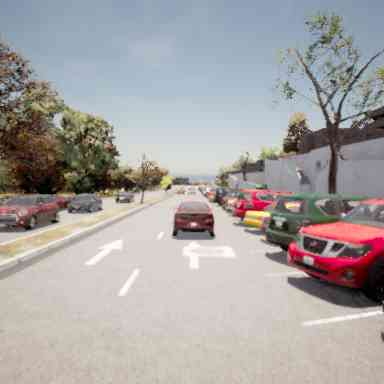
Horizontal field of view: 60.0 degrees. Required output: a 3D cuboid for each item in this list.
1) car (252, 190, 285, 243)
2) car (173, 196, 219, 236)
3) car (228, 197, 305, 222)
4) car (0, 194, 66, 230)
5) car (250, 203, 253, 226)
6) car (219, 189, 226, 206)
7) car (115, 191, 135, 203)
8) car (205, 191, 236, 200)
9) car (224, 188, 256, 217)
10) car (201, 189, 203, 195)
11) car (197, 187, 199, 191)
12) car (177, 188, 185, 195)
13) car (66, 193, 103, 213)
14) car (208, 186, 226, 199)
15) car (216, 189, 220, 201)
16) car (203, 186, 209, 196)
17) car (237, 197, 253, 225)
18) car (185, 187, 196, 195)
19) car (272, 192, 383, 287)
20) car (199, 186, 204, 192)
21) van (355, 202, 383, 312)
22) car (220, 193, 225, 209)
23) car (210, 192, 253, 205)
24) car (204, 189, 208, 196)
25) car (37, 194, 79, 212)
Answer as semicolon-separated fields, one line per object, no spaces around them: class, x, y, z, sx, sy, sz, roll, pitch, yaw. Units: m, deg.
car;5.172;1.123;11.108;5.566;2.045;2.435;1;1;-20
car;0.075;1.190;16.626;1.882;1.535;5.008;1;1;0
car;5.169;1.175;23.128;4.792;1.488;2.163;1;1;-20
car;-8.746;0.926;17.559;2.097;1.767;4.553;1;1;0
car;5.141;1.356;14.109;4.674;1.452;2.002;1;1;-20
car;5.170;0.911;29.119;4.553;1.767;2.185;1;1;-20
car;-8.700;0.631;43.571;2.128;1.511;4.902;1;1;0
car;5.079;0.625;59.119;5.008;1.535;2.097;1;0;-20
car;5.180;0.951;20.120;5.566;2.045;2.435;1;1;-20
car;5.091;0.492;71.144;4.792;1.488;2.163;1;1;-20
car;5.028;-0.024;83.116;5.566;2.045;2.435;1;2;-20
car;-3.035;-0.106;91.464;1.882;1.535;5.008;1;2;0
car;-8.754;0.890;27.620;1.837;1.490;4.892;1;1;0
car;5.151;0.637;38.128;5.566;2.045;2.435;1;1;-20
car;5.103;0.858;32.104;4.553;1.767;2.185;1;1;-20
car;5.084;0.476;50.097;5.566;2.045;2.435;1;1;-20
car;5.324;1.259;17.175;5.366;1.575;1.946;1;1;-20
car;-0.031;-0.309;91.134;2.150;2.045;5.566;1;2;0
car;5.106;1.179;8.072;5.566;2.045;2.435;1;1;-20
car;5.093;0.160;74.138;5.566;2.045;2.435;1;1;-20
van;4.998;1.260;5.036;4.442;1.987;1.878;1;1;-20
car;5.147;1.091;26.111;4.892;1.521;2.231;1;1;-20
car;5.284;0.804;44.182;5.366;1.575;1.946;1;1;-20
car;4.932;0.757;47.048;5.366;1.575;1.946;1;1;-20
car;-11.748;0.913;29.502;1.895;1.301;4.718;1;1;0
